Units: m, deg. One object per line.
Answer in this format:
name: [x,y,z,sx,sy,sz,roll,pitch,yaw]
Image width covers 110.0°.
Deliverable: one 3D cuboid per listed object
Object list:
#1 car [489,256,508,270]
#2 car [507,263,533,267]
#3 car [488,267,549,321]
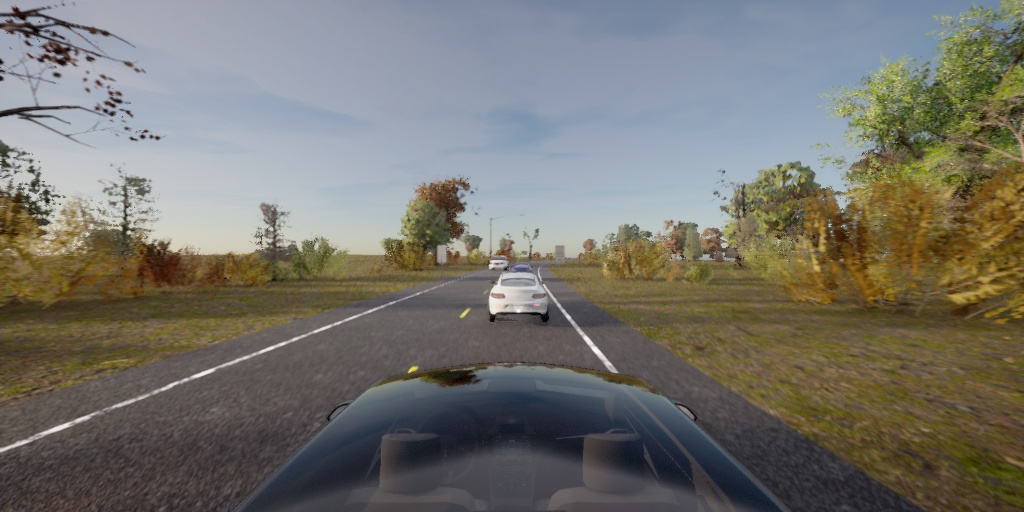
car: [-1.750,0.972,48.643,2.150,2.045,5.566,0,0,5]
car: [0.854,1.279,31.010,1.812,1.442,4.674,0,0,3]
car: [0.216,1.278,12.347,1.812,1.442,4.674,0,0,1]
